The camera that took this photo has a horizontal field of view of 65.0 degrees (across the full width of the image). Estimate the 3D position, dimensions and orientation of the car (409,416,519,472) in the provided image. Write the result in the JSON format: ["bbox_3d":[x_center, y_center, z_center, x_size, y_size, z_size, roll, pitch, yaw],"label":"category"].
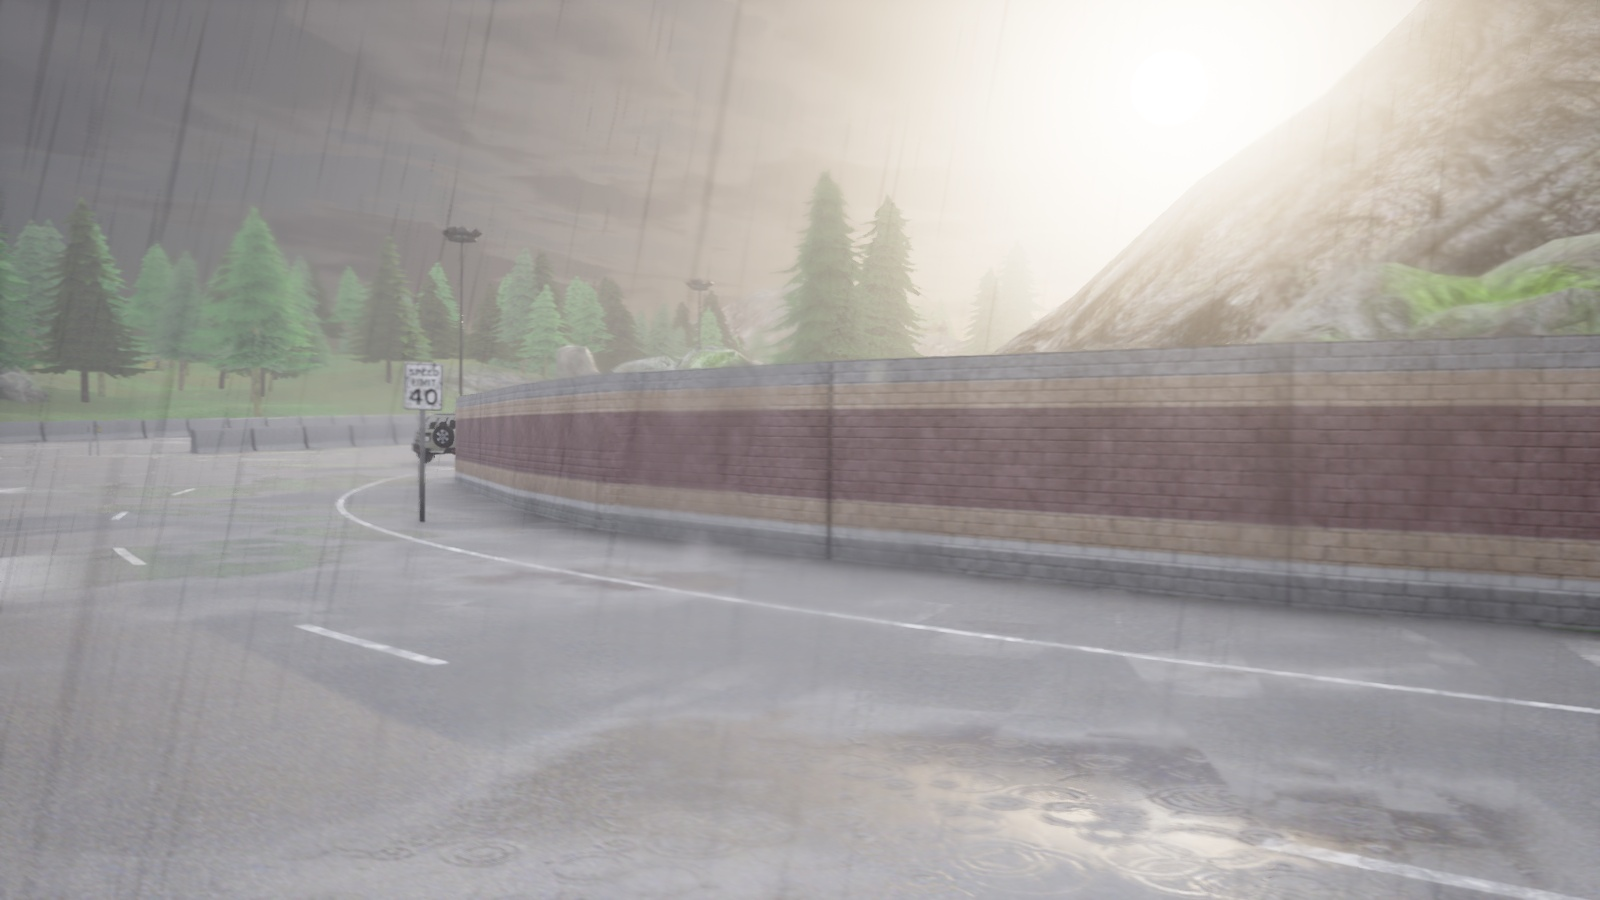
[{"bbox_3d":[-11.960,-0.263,45.098,1.932,1.855,4.605,-1,2,11],"label":"car"}]
